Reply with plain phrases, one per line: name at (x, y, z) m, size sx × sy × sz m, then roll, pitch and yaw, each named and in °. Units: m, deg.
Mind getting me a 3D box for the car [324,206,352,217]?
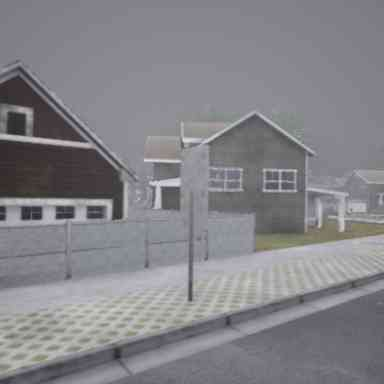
car at (18.981, 2.529, 43.472) m, size 1.994 × 1.385 × 4.181 m, roll 1°, pitch -1°, yaw -6°
